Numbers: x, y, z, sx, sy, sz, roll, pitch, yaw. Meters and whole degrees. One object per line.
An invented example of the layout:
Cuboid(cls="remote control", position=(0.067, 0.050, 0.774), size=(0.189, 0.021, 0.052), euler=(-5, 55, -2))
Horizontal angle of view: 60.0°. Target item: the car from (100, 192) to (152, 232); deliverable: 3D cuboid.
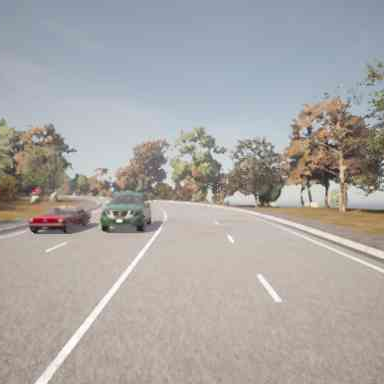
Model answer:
Cuboid(cls="car", position=(-3.566, 1.049, 18.999), size=(2.150, 2.045, 5.566), euler=(0, 0, -1))

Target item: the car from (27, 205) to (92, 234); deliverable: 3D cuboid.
Cuboid(cls="car", position=(-7.065, 1.429, 18.212), size=(1.895, 1.301, 4.718), euler=(0, 1, 0))

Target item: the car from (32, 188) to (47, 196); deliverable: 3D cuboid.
Cuboid(cls="car", position=(-39.632, -0.201, 84.889), size=(5.566, 2.045, 2.150), euler=(2, -2, 15))
